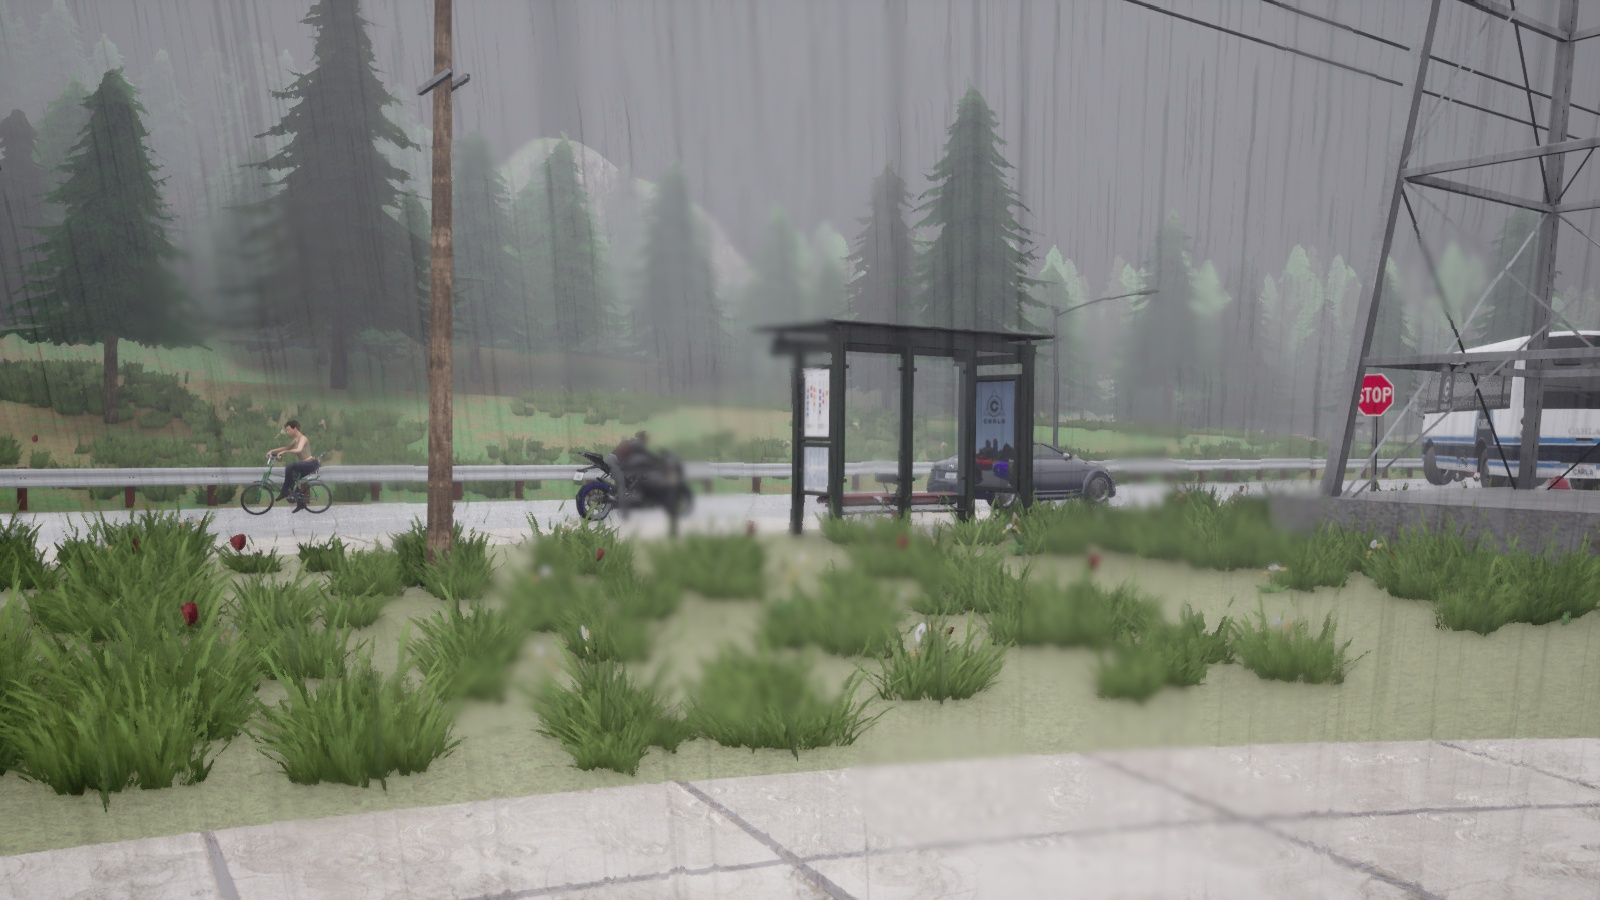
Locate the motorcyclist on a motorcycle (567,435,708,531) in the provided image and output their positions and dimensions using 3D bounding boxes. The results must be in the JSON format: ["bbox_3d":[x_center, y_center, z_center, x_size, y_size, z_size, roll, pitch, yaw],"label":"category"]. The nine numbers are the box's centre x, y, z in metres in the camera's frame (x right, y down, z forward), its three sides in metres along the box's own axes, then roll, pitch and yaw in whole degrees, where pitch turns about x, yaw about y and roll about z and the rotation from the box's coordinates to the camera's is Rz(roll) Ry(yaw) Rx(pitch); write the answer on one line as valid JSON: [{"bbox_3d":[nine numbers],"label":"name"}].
[{"bbox_3d":[-2.729,0.518,21.208,2.191,1.530,0.866,-1,1,-35],"label":"motorcyclist on a motorcycle"}]

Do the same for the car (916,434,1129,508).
[{"bbox_3d":[4.695,0.383,26.325,4.181,1.385,1.994,-1,1,-34],"label":"car"}]

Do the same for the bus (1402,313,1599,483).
[{"bbox_3d":[20.869,-1.400,36.621,3.944,4.253,10.273,0,1,14],"label":"bus"}]

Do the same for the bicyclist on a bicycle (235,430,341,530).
[{"bbox_3d":[-8.697,0.481,21.338,1.509,1.612,0.866,-1,1,-34],"label":"bicyclist on a bicycle"}]

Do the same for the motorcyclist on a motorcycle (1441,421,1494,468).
[{"bbox_3d":[22.955,-0.199,43.160,1.817,1.590,0.866,-1,1,-35],"label":"motorcyclist on a motorcycle"}]
